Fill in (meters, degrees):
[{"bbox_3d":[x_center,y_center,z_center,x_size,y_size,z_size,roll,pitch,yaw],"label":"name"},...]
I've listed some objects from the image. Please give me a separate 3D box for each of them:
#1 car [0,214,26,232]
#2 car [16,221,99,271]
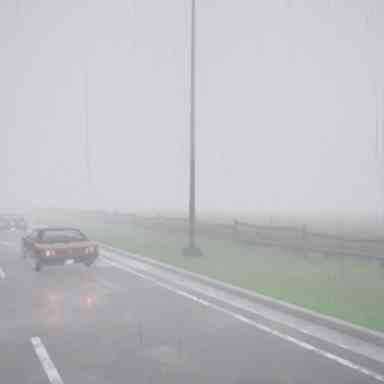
[{"bbox_3d":[-13.536,2.280,24.695,1.895,1.301,4.718,2,-2,-34],"label":"car"},{"bbox_3d":[-5.080,1.954,12.310,1.895,1.301,4.718,2,-2,-34],"label":"car"}]
